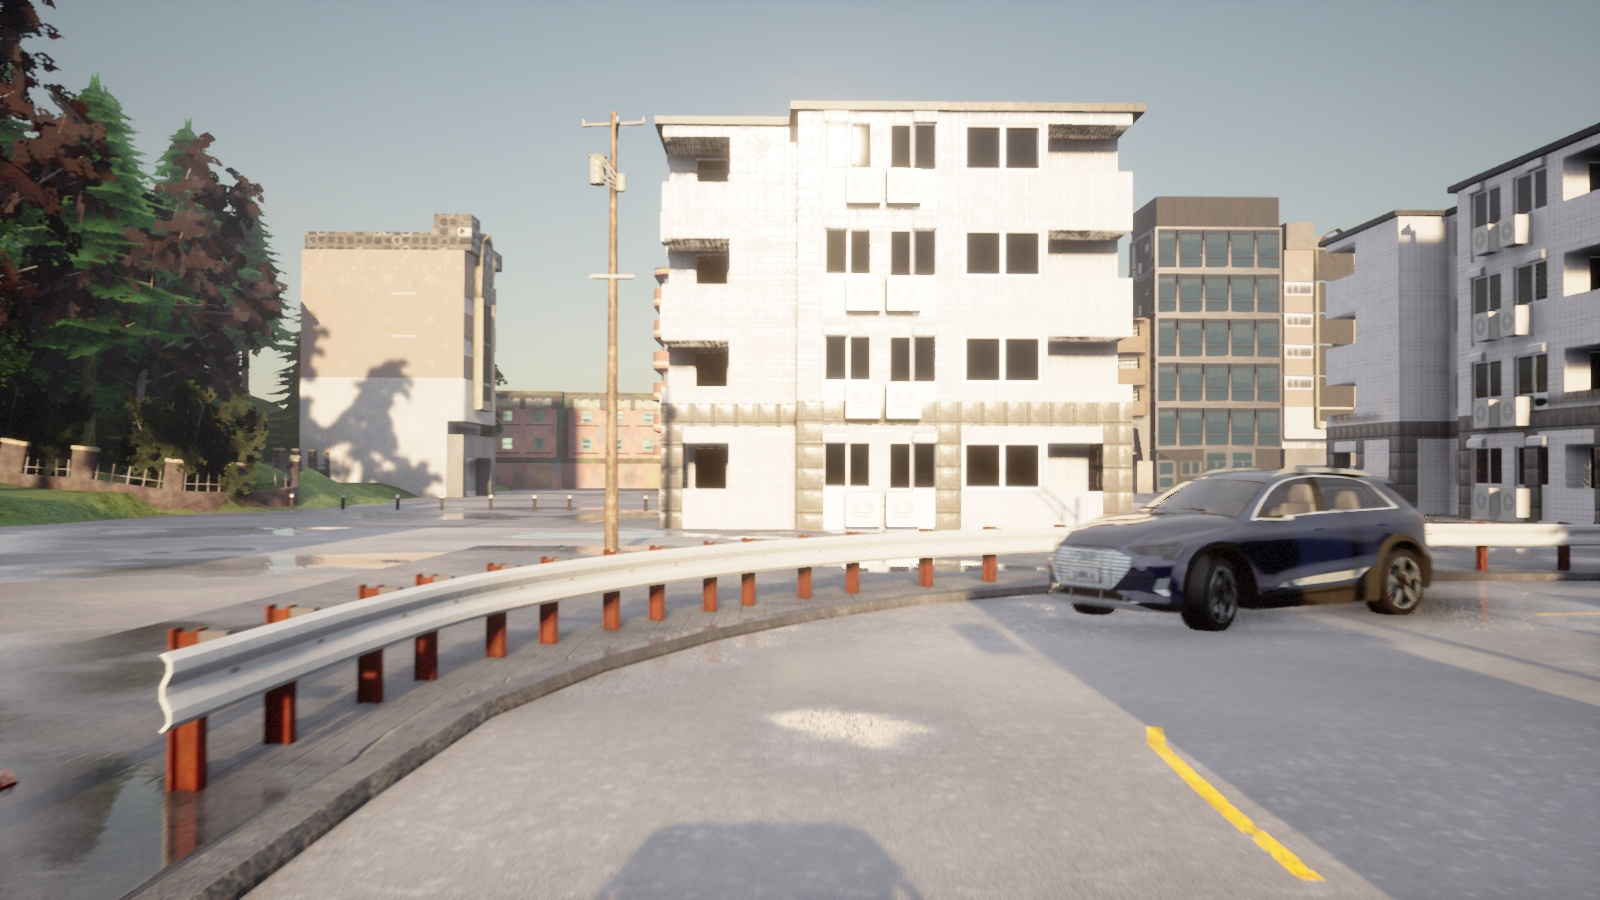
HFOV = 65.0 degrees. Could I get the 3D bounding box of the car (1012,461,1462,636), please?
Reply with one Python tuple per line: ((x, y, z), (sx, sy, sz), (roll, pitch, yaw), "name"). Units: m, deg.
((4.903, 0.961, 13.919), (4.856, 1.649, 2.033), (0, -1, -31), "car")
